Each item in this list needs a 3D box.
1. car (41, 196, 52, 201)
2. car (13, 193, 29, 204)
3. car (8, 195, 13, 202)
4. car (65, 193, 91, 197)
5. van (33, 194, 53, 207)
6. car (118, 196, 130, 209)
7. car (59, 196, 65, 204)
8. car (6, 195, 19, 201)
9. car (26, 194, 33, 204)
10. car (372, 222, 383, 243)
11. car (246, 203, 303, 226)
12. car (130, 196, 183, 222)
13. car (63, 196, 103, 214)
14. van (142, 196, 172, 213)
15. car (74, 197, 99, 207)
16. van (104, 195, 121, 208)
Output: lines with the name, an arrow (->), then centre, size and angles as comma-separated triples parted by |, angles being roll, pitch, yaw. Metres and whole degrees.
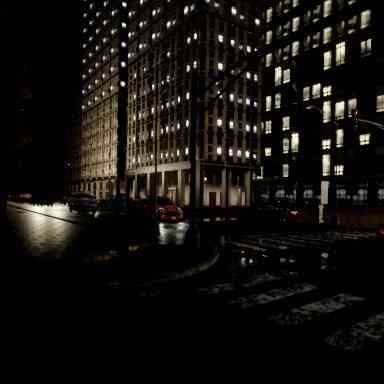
car -> -36.670, 1.571, 83.845 | 1.802, 1.307, 4.206 | 1, -1, -35
car -> -30.442, 1.155, 60.568 | 2.192, 1.841, 5.009 | 1, -1, -35
car -> -36.976, 1.397, 69.784 | 1.947, 1.339, 4.313 | 1, -1, -35
car -> -13.528, 1.137, 41.204 | 2.150, 2.045, 5.566 | 1, -1, -35
van -> -20.648, 1.197, 46.739 | 1.690, 1.788, 3.998 | 1, -1, -35
car -> -7.284, 1.584, 42.362 | 2.008, 1.369, 4.403 | 1, -1, -35
car -> -22.192, 1.464, 58.922 | 1.837, 1.490, 4.892 | 1, -1, -35
car -> -40.241, 1.378, 74.393 | 2.008, 1.369, 4.403 | 1, -1, -35
car -> -23.917, 1.432, 51.346 | 1.802, 1.307, 4.206 | 1, -1, -35
car -> 9.819, 1.555, 12.433 | 5.357, 1.411, 2.033 | 0, 0, 23
car -> 5.778, 1.505, 23.925 | 1.967, 1.590, 4.097 | 1, -1, -35
car -> -2.605, 1.293, 25.747 | 2.097, 1.767, 4.553 | 1, -1, -35
car -> -10.856, 1.427, 32.909 | 2.008, 1.369, 4.403 | 1, -1, -35
van -> -4.015, 1.382, 37.754 | 1.690, 1.788, 3.998 | 1, -1, -35
car -> -16.061, 1.517, 50.269 | 2.033, 1.411, 5.357 | 1, -1, -36
van -> -10.545, 1.368, 46.974 | 1.690, 1.788, 3.998 | 1, -1, -35
